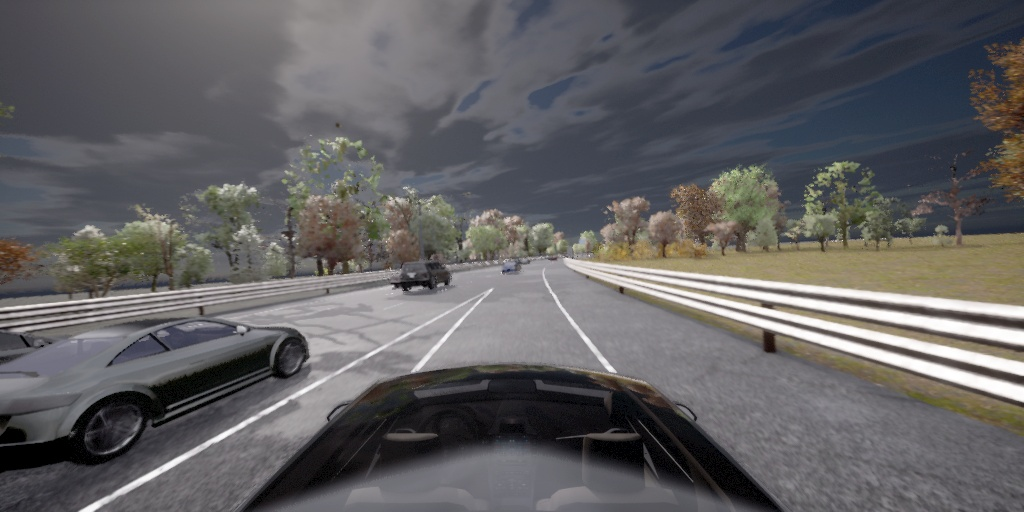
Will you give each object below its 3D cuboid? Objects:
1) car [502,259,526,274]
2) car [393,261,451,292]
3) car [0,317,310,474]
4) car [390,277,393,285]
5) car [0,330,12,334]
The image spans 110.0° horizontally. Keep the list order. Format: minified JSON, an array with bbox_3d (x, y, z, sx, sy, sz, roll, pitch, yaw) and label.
[{"bbox_3d":[-0.016,1.370,43.814,2.033,1.411,5.357,-4,0,9],"label":"car"},{"bbox_3d":[-6.197,1.403,26.127,2.150,2.045,5.566,-4,0,8],"label":"car"},{"bbox_3d":[-5.183,1.619,5.451,1.994,1.385,4.181,-4,0,6],"label":"car"},{"bbox_3d":[-8.893,1.927,31.887,2.033,1.411,5.357,-4,0,8],"label":"car"},{"bbox_3d":[-8.728,1.797,5.239,1.837,1.490,4.892,-4,0,6],"label":"car"}]
